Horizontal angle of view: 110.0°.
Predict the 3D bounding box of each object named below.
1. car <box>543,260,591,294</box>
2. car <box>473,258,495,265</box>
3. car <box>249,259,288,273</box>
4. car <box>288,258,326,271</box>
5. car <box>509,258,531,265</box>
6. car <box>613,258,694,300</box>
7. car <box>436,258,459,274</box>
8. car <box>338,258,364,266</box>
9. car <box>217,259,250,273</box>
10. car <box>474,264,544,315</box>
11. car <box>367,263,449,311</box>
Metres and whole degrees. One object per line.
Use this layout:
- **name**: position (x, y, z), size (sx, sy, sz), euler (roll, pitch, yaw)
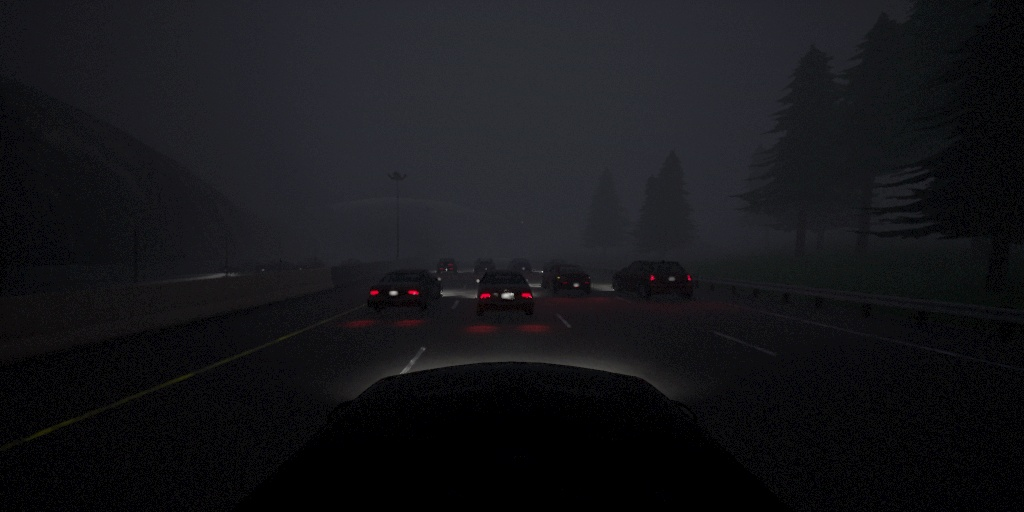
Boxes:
- **car**: position (2.721, 1.104, 18.560), size (1.812, 1.442, 4.674), euler (0, 1, -5)
- **car**: position (-2.629, 0.922, 34.277), size (2.128, 1.511, 4.902), euler (0, 1, -8)
- **car**: position (-24.368, 1.038, 36.879), size (1.895, 1.301, 4.718), euler (0, 1, -8)
- **car**: position (-20.880, 0.954, 37.209), size (1.812, 1.442, 4.674), euler (0, 0, -8)
- **car**: position (0.747, 0.940, 35.321), size (1.812, 1.442, 4.674), euler (0, 1, -8)
- **car**: position (6.383, 0.942, 16.783), size (2.097, 1.767, 4.553), euler (0, 1, -4)
- **car**: position (-6.176, 0.939, 34.391), size (1.837, 1.490, 4.892), euler (0, 1, -8)
- **car**: position (-17.681, 0.964, 39.633), size (1.994, 1.385, 4.181), euler (0, 1, -8)
- **car**: position (-27.956, 0.987, 37.282), size (2.033, 1.411, 5.357), euler (0, 1, -8)
- **car**: position (-0.322, 1.186, 12.958), size (2.033, 1.411, 5.357), euler (0, 1, -3)
- **car**: position (-3.872, 1.184, 13.727), size (2.033, 1.411, 5.357), euler (0, 1, -4)
